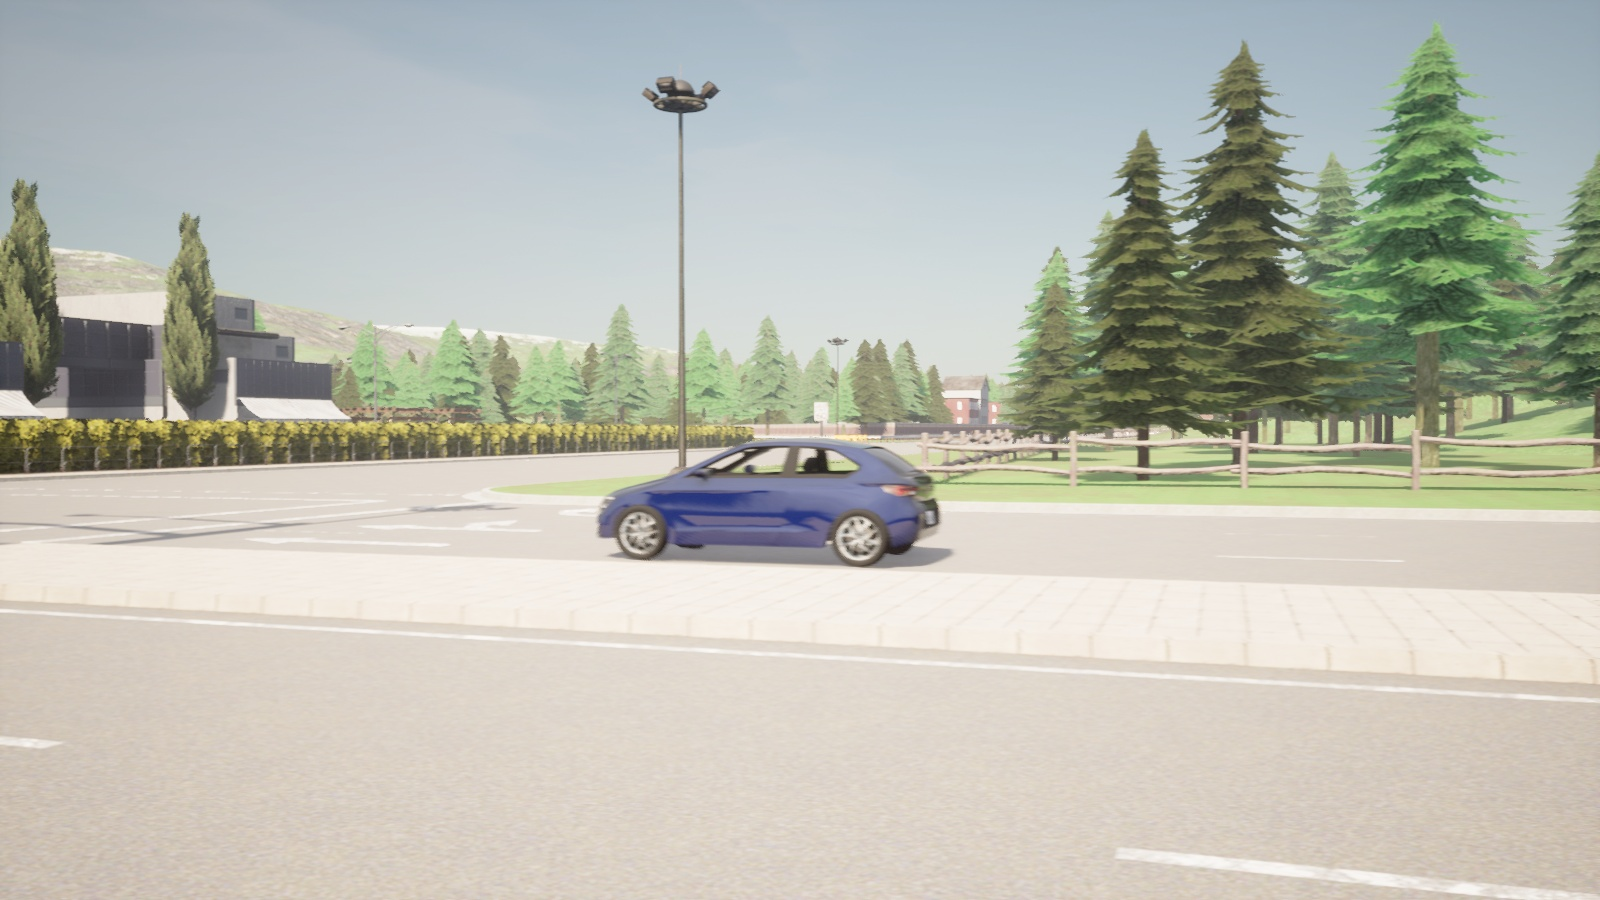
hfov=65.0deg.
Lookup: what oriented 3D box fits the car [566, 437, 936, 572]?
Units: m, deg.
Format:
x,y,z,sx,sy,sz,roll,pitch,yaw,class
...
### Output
x,y,z,sx,sy,sz,roll,pitch,yaw,class
-0.575,0.590,15.518,4.193,1.474,1.816,1,1,19,car
